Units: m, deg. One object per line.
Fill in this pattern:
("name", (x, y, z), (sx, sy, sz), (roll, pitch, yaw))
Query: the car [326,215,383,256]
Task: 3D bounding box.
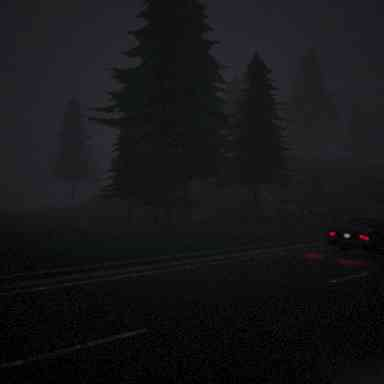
("car", (7.736, 1.680, 13.679), (5.357, 1.411, 2.033), (1, 0, -35))
